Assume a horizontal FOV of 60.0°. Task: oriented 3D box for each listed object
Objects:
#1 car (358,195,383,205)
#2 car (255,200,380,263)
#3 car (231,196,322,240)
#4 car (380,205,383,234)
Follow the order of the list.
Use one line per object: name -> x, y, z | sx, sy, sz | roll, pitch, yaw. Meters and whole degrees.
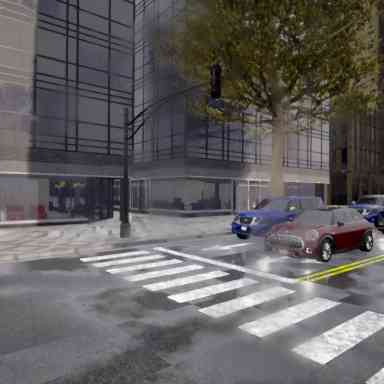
car -> 12.477, 1.225, 22.588 | 5.566, 2.045, 2.150 | 0, 0, -39
car -> 4.700, 1.355, 12.168 | 4.553, 1.767, 2.097 | 0, 0, -39
car -> 4.395, 1.223, 16.093 | 5.566, 2.045, 2.150 | 0, 0, -39
car -> 12.076, 1.553, 18.100 | 5.357, 1.411, 2.033 | 0, 0, -39
